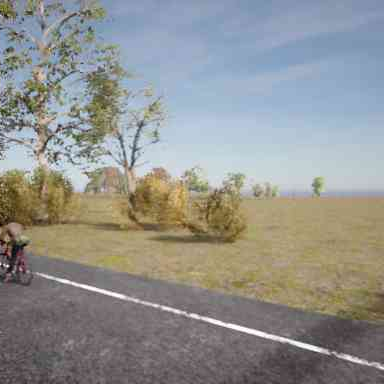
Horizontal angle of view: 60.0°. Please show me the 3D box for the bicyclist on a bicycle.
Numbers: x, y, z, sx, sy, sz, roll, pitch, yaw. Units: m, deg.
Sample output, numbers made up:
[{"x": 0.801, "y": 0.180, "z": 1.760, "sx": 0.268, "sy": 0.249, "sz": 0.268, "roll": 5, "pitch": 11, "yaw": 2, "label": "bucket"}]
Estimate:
[{"x": -4.379, "y": 1.426, "z": 8.185, "sx": 1.656, "sy": 1.620, "sz": 0.582, "roll": 0, "pitch": 0, "yaw": 35, "label": "bicyclist on a bicycle"}]
